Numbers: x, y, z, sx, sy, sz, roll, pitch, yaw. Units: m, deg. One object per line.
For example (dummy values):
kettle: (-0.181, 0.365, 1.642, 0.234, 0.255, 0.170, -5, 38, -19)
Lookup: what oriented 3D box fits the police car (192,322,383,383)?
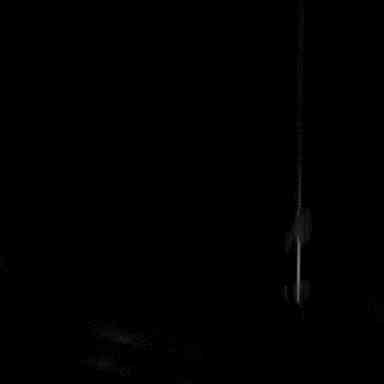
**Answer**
police car: (2.552, 1.628, 2.358, 5.238, 1.638, 1.930, 1, -3, 22)
